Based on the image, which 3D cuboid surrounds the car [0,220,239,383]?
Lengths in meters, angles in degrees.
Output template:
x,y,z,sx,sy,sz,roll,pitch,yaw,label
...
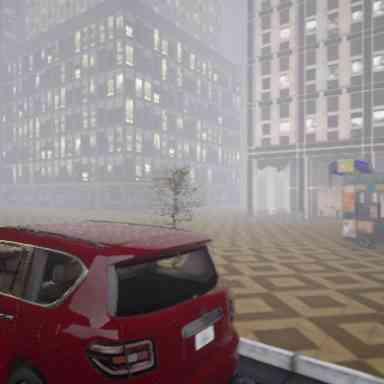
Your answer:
x,y,z,sx,sy,sz,roll,pitch,yaw,label
-1.839,1.292,4.193,5.009,1.841,2.192,0,0,36,car
